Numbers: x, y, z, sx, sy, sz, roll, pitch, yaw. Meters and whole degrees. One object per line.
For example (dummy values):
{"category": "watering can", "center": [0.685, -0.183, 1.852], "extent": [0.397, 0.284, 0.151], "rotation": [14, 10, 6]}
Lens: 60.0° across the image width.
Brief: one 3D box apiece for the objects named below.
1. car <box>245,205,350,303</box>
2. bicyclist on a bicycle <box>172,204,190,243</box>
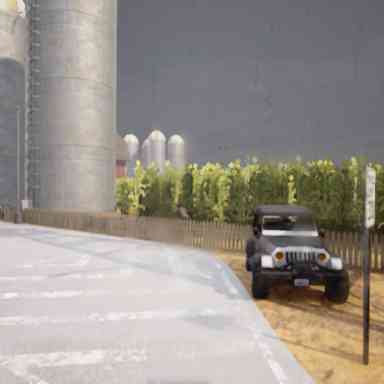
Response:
{"category": "car", "center": [2.344, 1.325, 8.271], "extent": [1.905, 1.878, 3.866], "rotation": [1, 0, 6]}
{"category": "bicyclist on a bicycle", "center": [-0.455, 1.344, 14.396], "extent": [0.582, 1.620, 1.656], "rotation": [-1, 1, -31]}
